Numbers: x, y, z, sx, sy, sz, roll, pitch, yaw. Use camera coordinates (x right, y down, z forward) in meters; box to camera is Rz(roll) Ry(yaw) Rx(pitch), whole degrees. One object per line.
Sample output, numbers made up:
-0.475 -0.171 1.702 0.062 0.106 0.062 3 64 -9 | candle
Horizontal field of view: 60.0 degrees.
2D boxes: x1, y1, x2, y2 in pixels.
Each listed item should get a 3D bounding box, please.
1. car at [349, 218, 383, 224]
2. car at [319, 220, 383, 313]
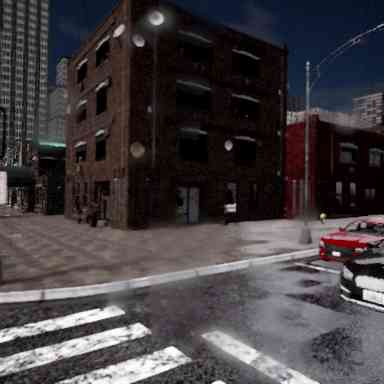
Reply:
6.010 1.543 10.925 4.507 1.381 1.887 0 1 -35 | car
5.048 1.490 6.972 4.902 1.511 2.128 0 0 -35 | car
